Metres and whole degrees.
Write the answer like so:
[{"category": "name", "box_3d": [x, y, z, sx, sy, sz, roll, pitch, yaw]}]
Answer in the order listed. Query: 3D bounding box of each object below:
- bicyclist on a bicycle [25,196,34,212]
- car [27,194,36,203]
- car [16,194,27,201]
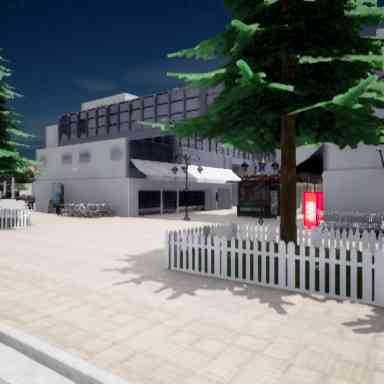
[{"category": "bicyclist on a bicycle", "box_3d": [-17.090, 1.260, 34.939, 1.656, 1.620, 0.582, 0, 0, 36]}, {"category": "car", "box_3d": [-26.248, 1.072, 58.259, 4.605, 1.855, 1.932, 0, 0, 36]}, {"category": "car", "box_3d": [-37.451, 1.275, 74.314, 4.514, 1.523, 2.007, 0, 0, 36]}]
